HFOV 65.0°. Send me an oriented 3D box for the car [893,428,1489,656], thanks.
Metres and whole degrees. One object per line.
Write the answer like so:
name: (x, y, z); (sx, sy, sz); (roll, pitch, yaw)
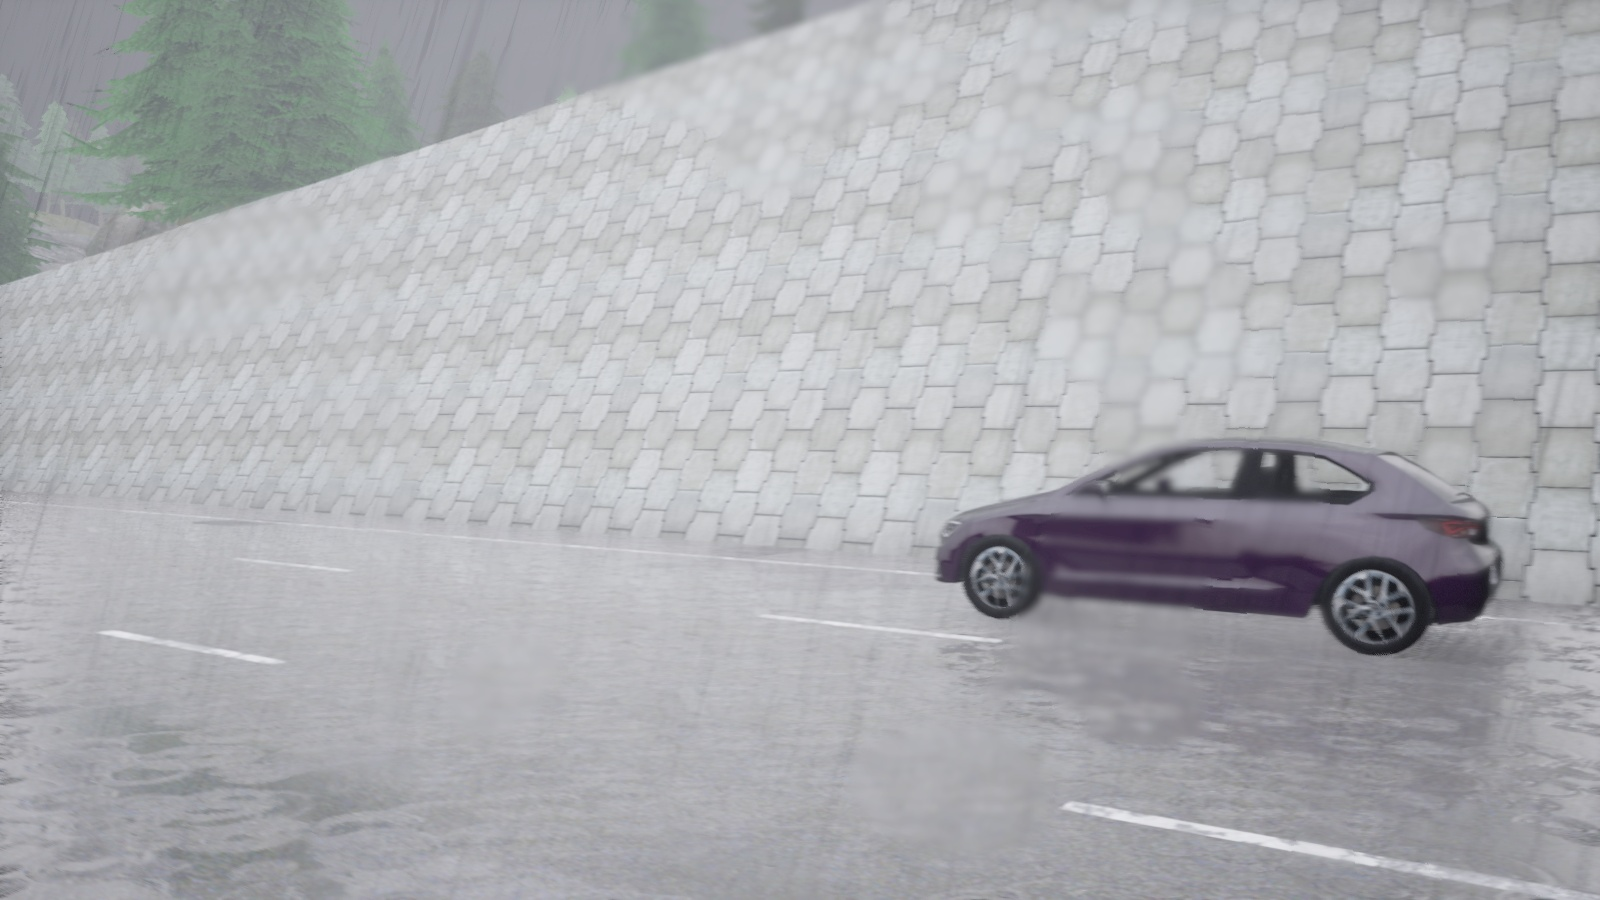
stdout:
car: (3.024, 0.581, 10.017); (4.193, 1.474, 1.816); (0, 1, 34)
